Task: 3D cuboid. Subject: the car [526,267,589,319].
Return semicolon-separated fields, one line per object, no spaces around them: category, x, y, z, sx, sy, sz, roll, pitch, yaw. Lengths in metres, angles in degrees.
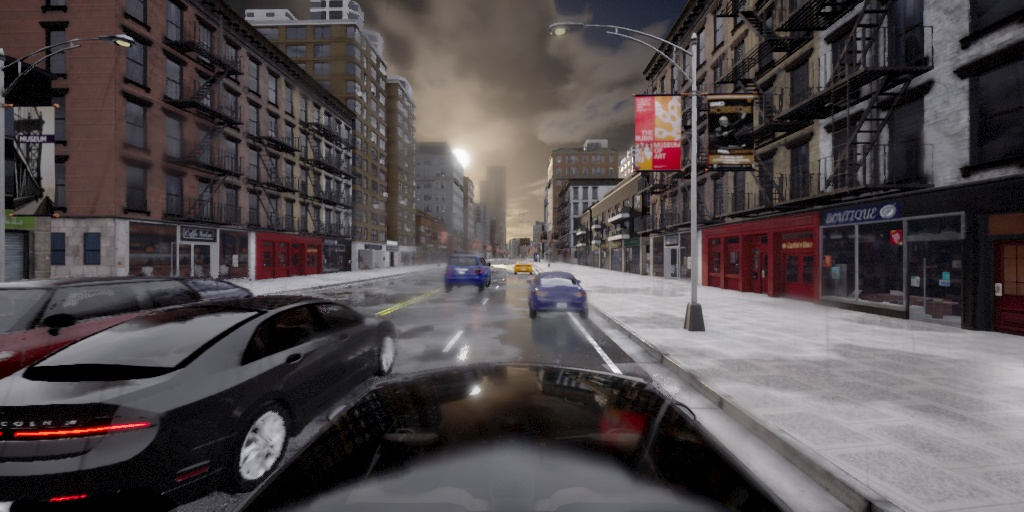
car;1.520;1.275;12.729;1.812;1.442;4.674;0;0;2

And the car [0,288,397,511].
car;-3.016;1.255;4.532;1.837;1.490;4.892;0;0;2

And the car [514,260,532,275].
car;1.239;1.216;39.273;1.882;1.535;5.008;0;0;2

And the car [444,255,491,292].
car;-2.513;0.968;21.310;2.150;2.045;5.566;0;0;2

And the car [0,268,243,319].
car;-6.459;1.102;4.816;2.097;1.767;4.553;0;0;2
